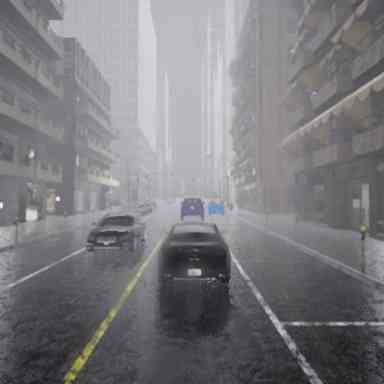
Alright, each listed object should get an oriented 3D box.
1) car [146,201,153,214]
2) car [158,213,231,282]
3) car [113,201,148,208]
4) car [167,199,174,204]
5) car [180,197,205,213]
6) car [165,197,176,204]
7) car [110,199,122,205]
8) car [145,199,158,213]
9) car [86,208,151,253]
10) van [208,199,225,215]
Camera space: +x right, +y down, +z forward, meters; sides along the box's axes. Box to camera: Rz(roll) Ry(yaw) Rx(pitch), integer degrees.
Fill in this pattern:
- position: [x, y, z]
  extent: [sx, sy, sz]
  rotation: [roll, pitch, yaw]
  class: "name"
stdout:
- position: [-5.703, 1.943, 36.507]
  extent: [1.802, 1.307, 4.206]
  rotation: [1, -1, 0]
  class: "car"
- position: [0.069, 1.607, 10.063]
  extent: [1.837, 1.490, 4.892]
  rotation: [0, 0, 0]
  class: "car"
- position: [-5.693, 1.857, 30.967]
  extent: [2.008, 1.369, 4.403]
  rotation: [1, -1, 0]
  class: "car"
- position: [-5.829, 2.479, 91.227]
  extent: [1.802, 1.307, 4.206]
  rotation: [1, -1, 0]
  class: "car"
- position: [0.046, 1.537, 31.963]
  extent: [2.150, 2.045, 5.566]
  rotation: [0, -1, 0]
  class: "car"
- position: [-5.816, 2.282, 85.653]
  extent: [1.967, 1.590, 4.097]
  rotation: [1, -1, 0]
  class: "car"
- position: [-16.607, 2.190, 70.215]
  extent: [4.097, 1.590, 1.967]
  rotation: [0, -2, 0]
  class: "car"
- position: [-5.712, 1.981, 42.047]
  extent: [1.947, 1.339, 4.313]
  rotation: [1, -1, 0]
  class: "car"
- position: [-3.122, 1.650, 14.536]
  extent: [1.837, 1.490, 4.892]
  rotation: [0, -1, 0]
  class: "car"
- position: [2.649, 1.702, 36.577]
  extent: [1.690, 1.788, 3.998]
  rotation: [1, -1, 0]
  class: "van"
